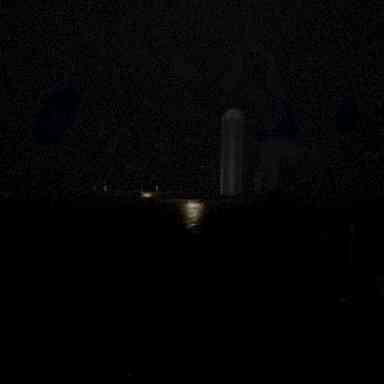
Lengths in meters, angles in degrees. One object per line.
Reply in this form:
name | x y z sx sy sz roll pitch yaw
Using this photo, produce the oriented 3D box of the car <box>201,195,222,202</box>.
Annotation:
car | 3.938 1.316 65.999 1.895 1.301 4.718 1 0 -35
